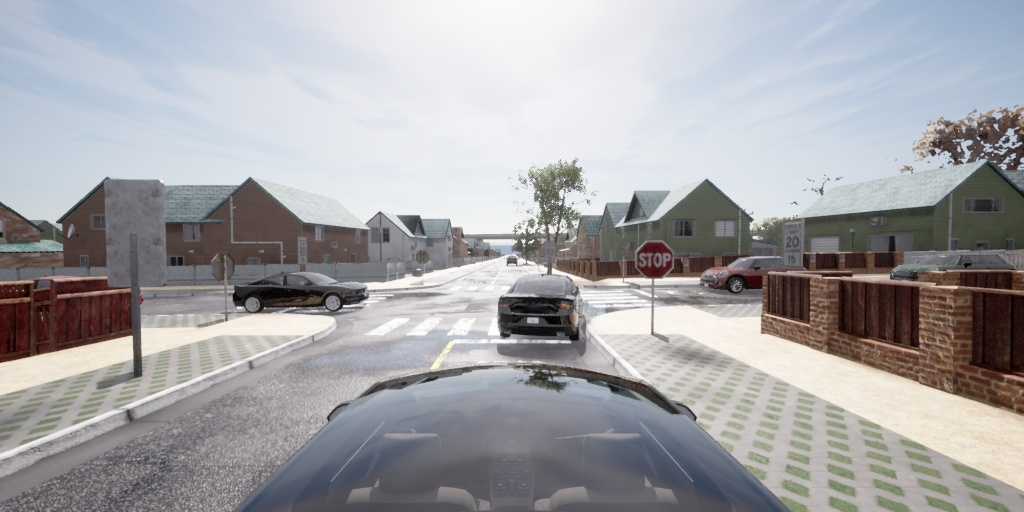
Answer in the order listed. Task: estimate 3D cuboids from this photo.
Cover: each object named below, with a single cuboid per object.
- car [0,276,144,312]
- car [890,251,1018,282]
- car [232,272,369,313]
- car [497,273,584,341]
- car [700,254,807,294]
[{"bbox_3d":[-18.018,1.546,14.529,5.008,1.535,1.882,-1,2,0],"label":"car"},{"bbox_3d":[21.705,0.646,17.738,4.553,1.767,2.097,-1,2,0],"label":"car"},{"bbox_3d":[-8.465,1.376,14.589,5.008,1.535,1.882,-1,2,0],"label":"car"},{"bbox_3d":[0.960,1.224,10.061,1.882,1.535,5.008,0,0,12],"label":"car"},{"bbox_3d":[11.810,0.820,17.668,4.553,1.767,2.097,-1,2,0],"label":"car"}]
